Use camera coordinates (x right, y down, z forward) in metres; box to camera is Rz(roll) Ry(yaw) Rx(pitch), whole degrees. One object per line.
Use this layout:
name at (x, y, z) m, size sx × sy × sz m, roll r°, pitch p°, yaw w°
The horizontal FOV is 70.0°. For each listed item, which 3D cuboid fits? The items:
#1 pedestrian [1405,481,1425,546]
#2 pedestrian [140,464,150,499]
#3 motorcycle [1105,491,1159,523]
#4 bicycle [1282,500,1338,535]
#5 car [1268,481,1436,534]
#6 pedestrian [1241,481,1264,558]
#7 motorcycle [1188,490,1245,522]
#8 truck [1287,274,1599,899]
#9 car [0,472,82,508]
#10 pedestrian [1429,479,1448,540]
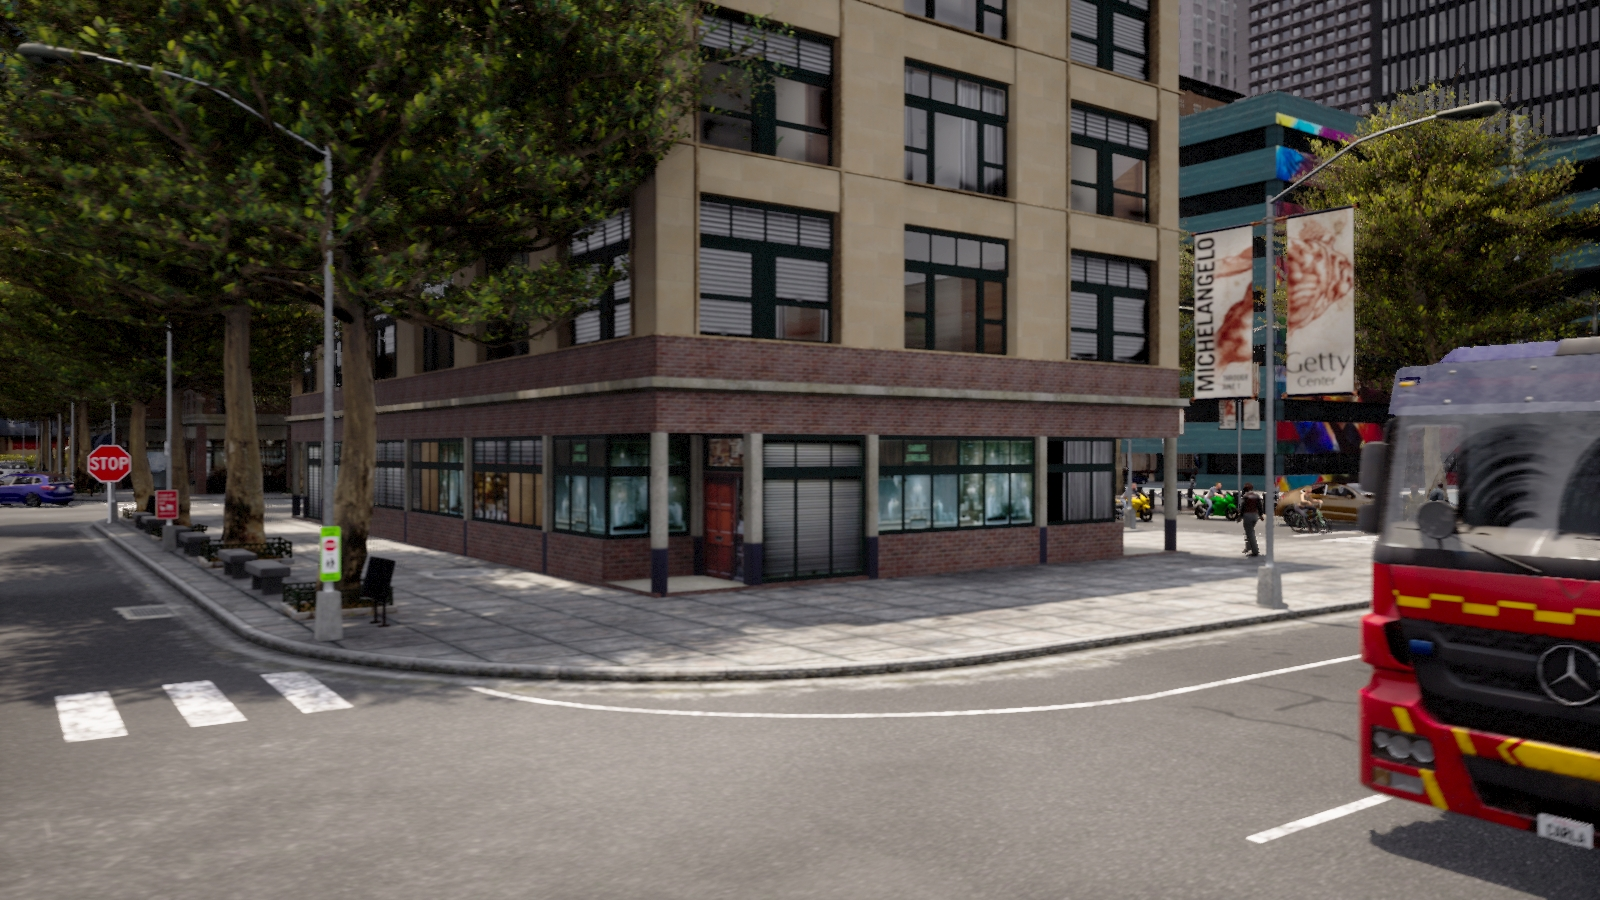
pedestrian at (17.966, 1.849, 33.384) m, size 0.375 × 1.860 × 0.375 m, roll 0°, pitch 0°, yaw -38°
pedestrian at (-35.538, 1.697, 62.008) m, size 0.375 × 1.860 × 0.375 m, roll 0°, pitch 0°, yaw 36°
motorcycle at (13.002, 2.214, 44.799) m, size 0.803 × 1.145 × 2.033 m, roll 0°, pitch 0°, yaw -33°
bicycle at (17.160, 2.257, 38.432) m, size 0.859 × 1.080 × 1.487 m, roll 0°, pitch 0°, yaw -33°
car at (19.704, 1.992, 40.994) m, size 2.152 × 1.651 × 5.027 m, roll 0°, pitch 0°, yaw -35°
pedestrian at (11.095, 1.697, 28.007) m, size 0.375 × 1.860 × 0.375 m, roll 0°, pitch 0°, yaw -22°
motorcycle at (16.552, 2.214, 45.450) m, size 0.803 × 1.145 × 2.033 m, roll 0°, pitch 0°, yaw -35°
truck at (7.829, 0.890, 9.511) m, size 8.468 × 3.827 × 2.891 m, roll 0°, pitch 0°, yaw -35°
car at (-38.471, 1.967, 56.450) m, size 4.611 × 1.667 × 2.242 m, roll 0°, pitch 0°, yaw 5°
pedestrian at (19.828, 1.849, 35.478) m, size 0.375 × 1.860 × 0.375 m, roll 0°, pitch 0°, yaw -9°
